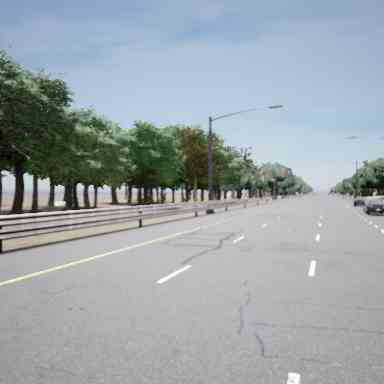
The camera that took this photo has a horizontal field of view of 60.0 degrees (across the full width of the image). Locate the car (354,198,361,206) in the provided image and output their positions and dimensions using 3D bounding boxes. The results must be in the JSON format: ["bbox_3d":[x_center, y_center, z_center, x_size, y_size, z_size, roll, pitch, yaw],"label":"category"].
[{"bbox_3d":[28.055,1.664,55.520,1.812,1.442,4.674,0,0,27],"label":"car"}]

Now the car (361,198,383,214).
[{"bbox_3d":[19.506,1.626,35.461,1.812,1.442,4.674,0,0,22],"label":"car"}]
